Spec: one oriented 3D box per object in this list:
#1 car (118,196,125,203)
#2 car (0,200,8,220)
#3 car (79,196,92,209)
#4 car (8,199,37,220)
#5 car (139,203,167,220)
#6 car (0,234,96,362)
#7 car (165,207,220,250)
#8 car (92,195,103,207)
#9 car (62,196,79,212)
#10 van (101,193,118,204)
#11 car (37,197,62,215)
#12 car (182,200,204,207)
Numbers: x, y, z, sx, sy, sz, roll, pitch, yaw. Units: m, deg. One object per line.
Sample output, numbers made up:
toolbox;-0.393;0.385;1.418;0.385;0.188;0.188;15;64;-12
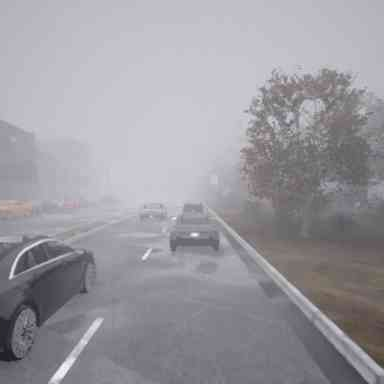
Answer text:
car;-15.561;1.492;66.753;2.163;1.488;4.792;0;0;0
car;-15.455;1.201;22.554;2.435;2.045;5.566;0;0;0
car;-15.507;1.332;44.589;2.185;1.767;4.553;0;0;0
car;-15.468;1.454;27.987;2.097;1.535;5.008;0;0;0
car;-3.147;1.601;27.986;1.895;1.301;4.718;0;0;0
car;-3.150;1.492;5.865;2.128;1.511;4.902;0;0;0
car;0.101;1.564;14.405;1.994;1.385;4.181;0;0;0
car;-15.521;1.499;50.210;2.002;1.452;4.674;0;0;0
car;-15.494;1.330;39.063;2.185;1.767;4.553;0;0;0
van;-15.546;1.235;61.141;1.878;1.987;4.442;0;0;0
car;-15.482;1.456;33.513;2.231;1.521;4.892;0;0;0
car;0.102;1.478;32.056;1.882;1.535;5.008;0;0;0
